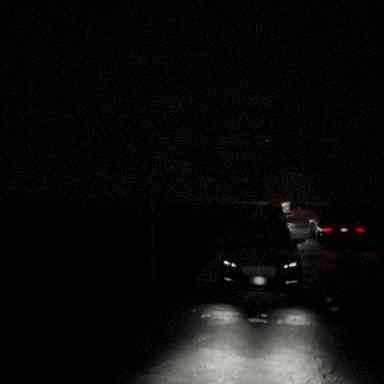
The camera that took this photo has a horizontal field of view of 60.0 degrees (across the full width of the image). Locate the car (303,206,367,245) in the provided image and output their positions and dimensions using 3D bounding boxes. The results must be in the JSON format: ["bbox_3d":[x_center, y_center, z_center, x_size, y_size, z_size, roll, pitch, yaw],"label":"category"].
[{"bbox_3d":[6.644,1.560,15.579,2.033,1.411,5.357,-2,-1,15],"label":"car"}]

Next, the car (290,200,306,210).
[{"bbox_3d":[14.251,1.738,44.927,1.895,1.301,4.718,-2,-1,15],"label":"car"}]

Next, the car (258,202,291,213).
[{"bbox_3d":[4.782,1.604,20.141,1.837,1.490,4.892,-2,-1,14],"label":"car"}]

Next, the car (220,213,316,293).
[{"bbox_3d":[1.961,1.558,9.180,2.128,1.511,4.902,-1,-1,14],"label":"car"}]
